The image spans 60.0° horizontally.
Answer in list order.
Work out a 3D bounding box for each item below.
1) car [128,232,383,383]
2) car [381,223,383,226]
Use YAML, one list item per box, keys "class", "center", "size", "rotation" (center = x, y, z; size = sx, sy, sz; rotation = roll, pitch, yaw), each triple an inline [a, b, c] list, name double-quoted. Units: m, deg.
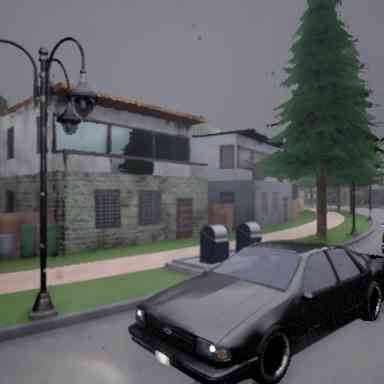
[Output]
- class: "car"
  center: [1.654, 1.582, 5.683]
  size: [5.357, 1.411, 2.033]
  rotation: [0, 0, -41]
- class: "car"
  center: [8.797, 1.572, 12.999]
  size: [1.837, 1.490, 4.892]
  rotation: [0, 0, 40]
